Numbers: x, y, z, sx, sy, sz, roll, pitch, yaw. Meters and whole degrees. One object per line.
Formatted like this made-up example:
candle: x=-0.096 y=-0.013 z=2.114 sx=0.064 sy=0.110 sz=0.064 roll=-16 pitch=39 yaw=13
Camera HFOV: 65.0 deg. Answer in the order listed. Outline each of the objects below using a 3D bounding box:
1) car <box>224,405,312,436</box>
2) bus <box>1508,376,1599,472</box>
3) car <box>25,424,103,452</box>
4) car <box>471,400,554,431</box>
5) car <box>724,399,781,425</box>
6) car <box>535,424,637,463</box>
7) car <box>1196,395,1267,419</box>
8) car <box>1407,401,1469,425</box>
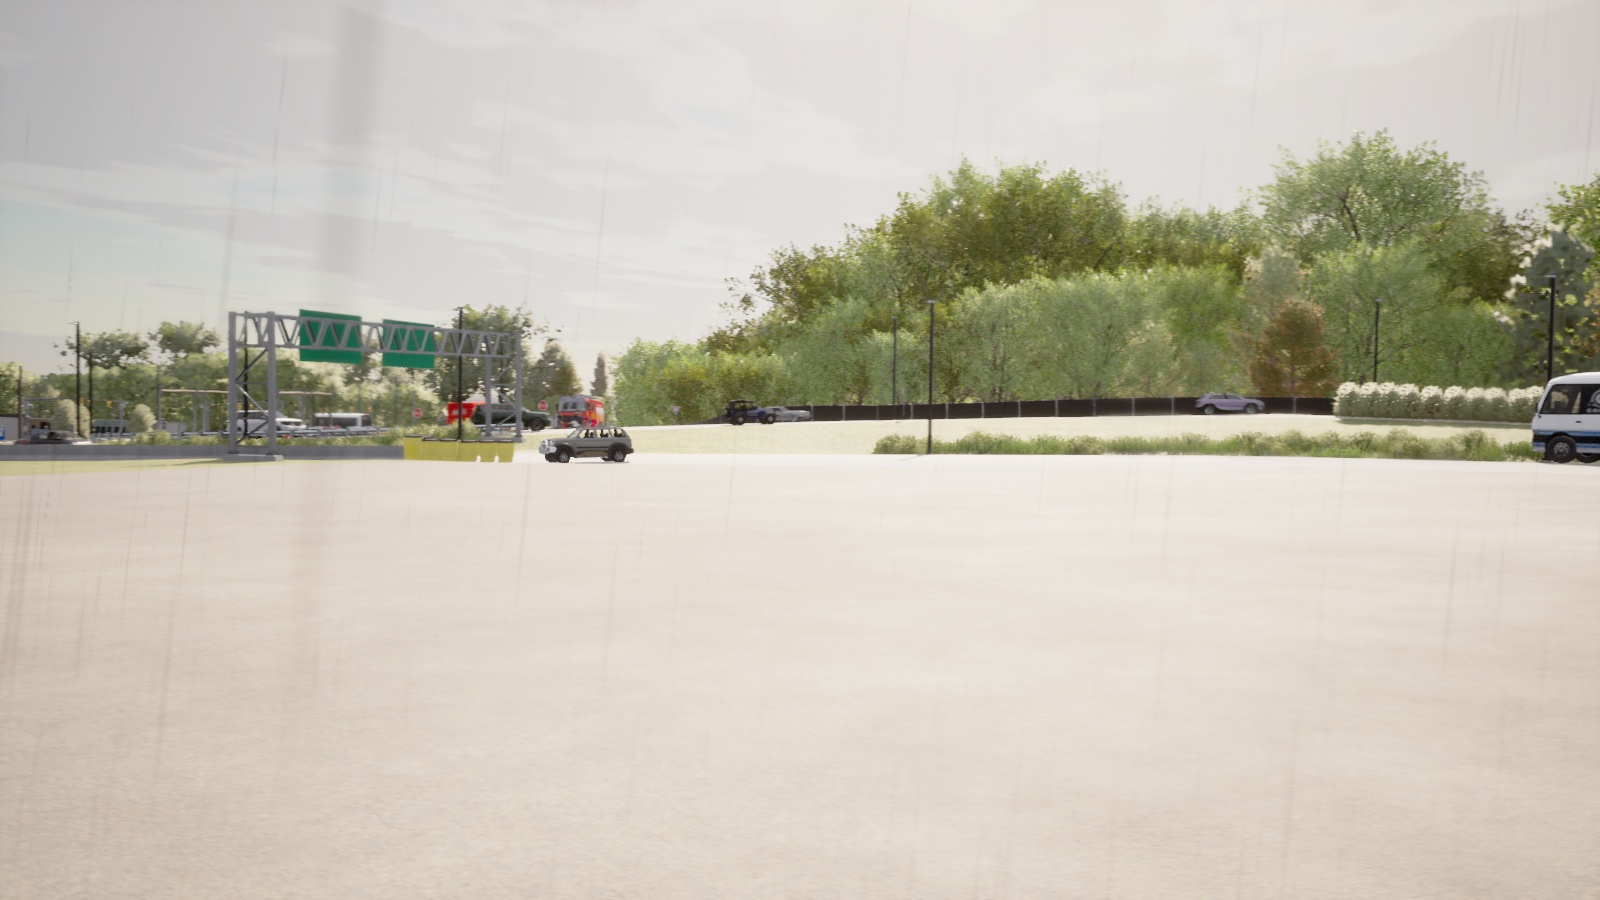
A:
car: x=-37.399 y=-2.082 z=88.287 sx=5.566 sy=2.045 sz=2.150 roll=-1 pitch=1 yaw=18
bus: x=38.016 y=-1.104 z=56.076 sx=3.944 sy=4.253 sz=10.273 roll=0 pitch=2 yaw=-36
car: x=-45.020 y=-0.753 z=76.821 sx=3.988 sy=1.617 sz=1.851 roll=1 pitch=2 yaw=17
car: x=-20.154 y=-2.428 z=88.227 sx=5.566 sy=2.045 sz=2.150 roll=-1 pitch=2 yaw=-9
car: x=-3.573 y=-2.839 z=93.550 sx=3.866 sy=1.878 sz=1.905 roll=-1 pitch=2 yaw=-18
car: x=-10.586 y=-0.364 z=62.182 sx=4.605 sy=1.855 sz=1.932 roll=-1 pitch=1 yaw=-29
car: x=31.539 y=-3.133 z=91.703 sx=4.856 sy=1.649 sz=2.033 roll=0 pitch=2 yaw=20
car: x=44.196 y=-2.564 z=87.089 sx=3.705 sy=1.549 sz=1.789 roll=3 pitch=3 yaw=24
